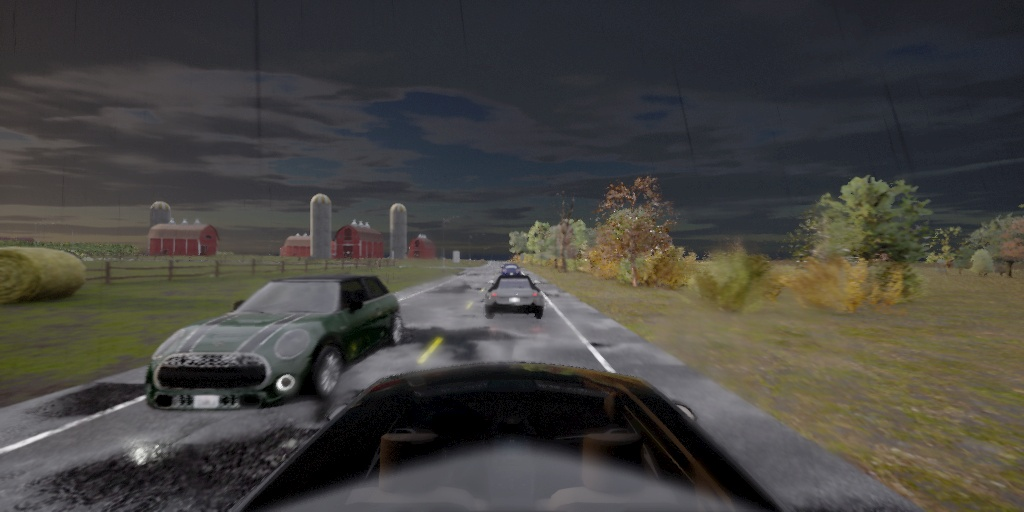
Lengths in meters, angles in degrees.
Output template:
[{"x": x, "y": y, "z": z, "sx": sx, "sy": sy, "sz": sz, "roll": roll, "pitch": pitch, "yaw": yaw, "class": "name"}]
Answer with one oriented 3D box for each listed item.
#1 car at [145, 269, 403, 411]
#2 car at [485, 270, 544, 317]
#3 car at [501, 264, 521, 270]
[{"x": -3.593, "y": 1.131, "z": 6.463, "sx": 2.097, "sy": 1.767, "sz": 4.553, "roll": 0, "pitch": 0, "yaw": 0, "class": "car"}, {"x": 0.077, "y": 1.384, "z": 13.474, "sx": 1.994, "sy": 1.385, "sz": 4.181, "roll": 0, "pitch": 0, "yaw": 0, "class": "car"}, {"x": -0.086, "y": 1.478, "z": 35.418, "sx": 1.812, "sy": 1.442, "sz": 4.674, "roll": 0, "pitch": 0, "yaw": -1, "class": "car"}]
